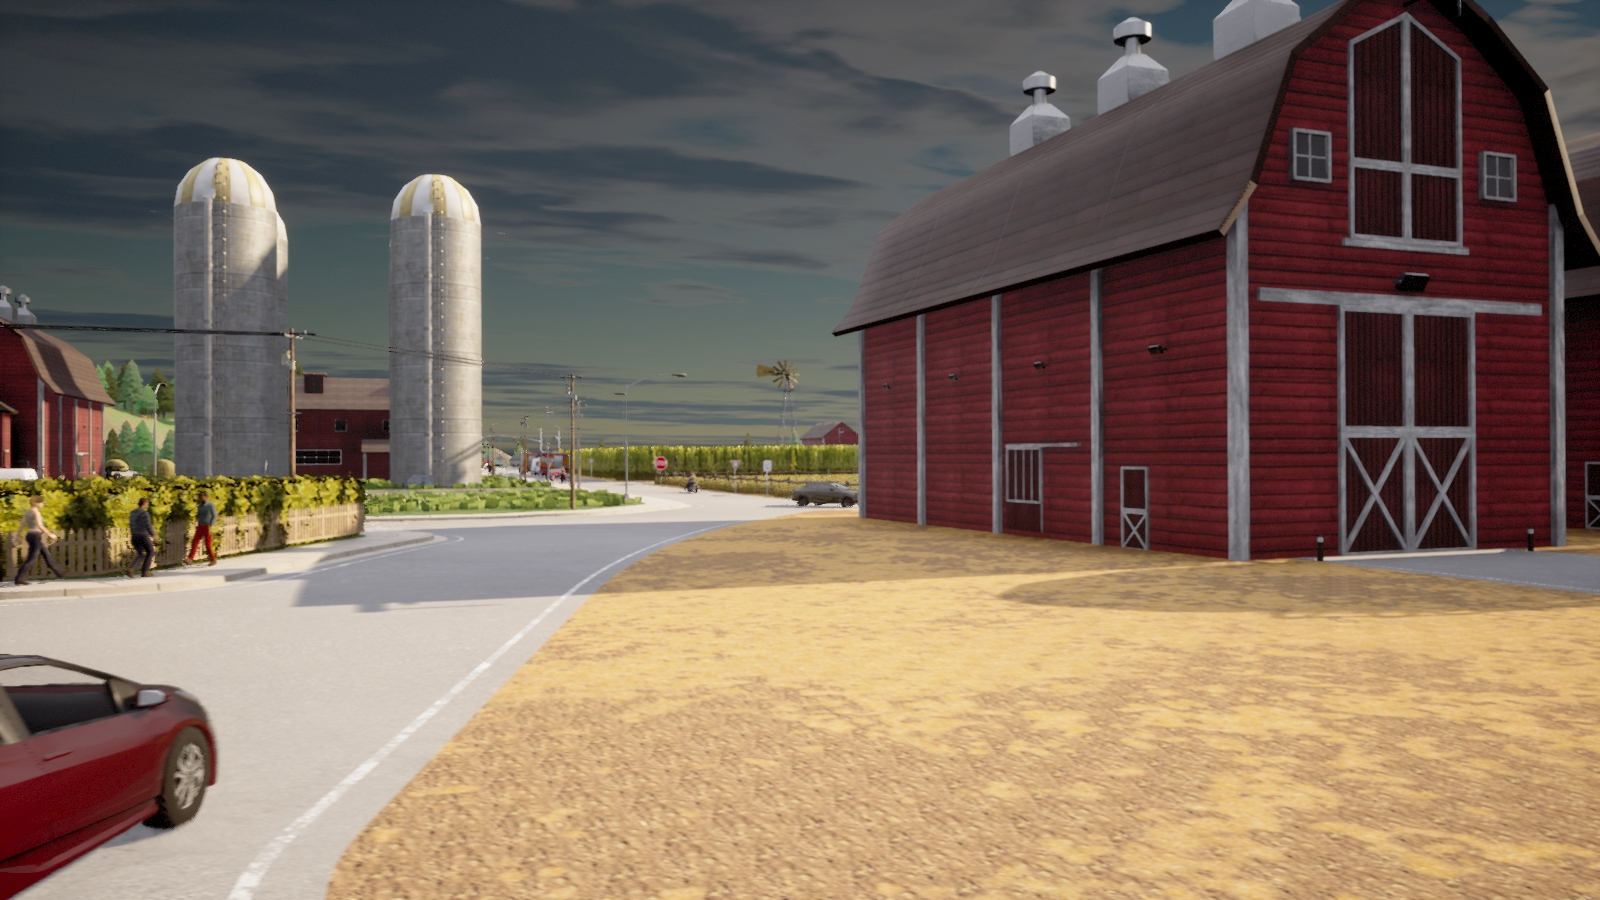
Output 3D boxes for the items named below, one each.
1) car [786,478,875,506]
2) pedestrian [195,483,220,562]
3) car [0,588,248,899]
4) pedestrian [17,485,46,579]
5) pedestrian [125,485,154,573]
[{"bbox_3d":[1.703,2.347,64.446,4.674,1.442,2.002,0,0,30],"label":"car"},{"bbox_3d":[-14.212,1.729,27.422,0.375,1.860,0.375,0,0,11],"label":"pedestrian"},{"bbox_3d":[-5.388,1.868,6.989,2.007,1.525,4.514,0,0,-3],"label":"car"},{"bbox_3d":[-15.485,1.640,23.008,0.375,1.860,0.375,0,0,36],"label":"pedestrian"},{"bbox_3d":[-14.295,1.703,24.726,0.375,1.860,0.375,0,0,19],"label":"pedestrian"}]
